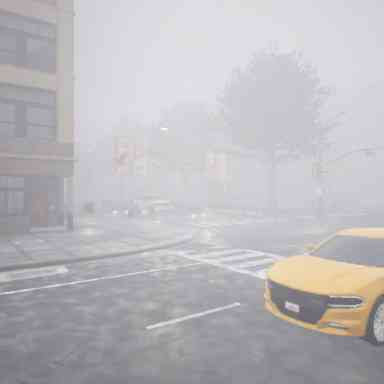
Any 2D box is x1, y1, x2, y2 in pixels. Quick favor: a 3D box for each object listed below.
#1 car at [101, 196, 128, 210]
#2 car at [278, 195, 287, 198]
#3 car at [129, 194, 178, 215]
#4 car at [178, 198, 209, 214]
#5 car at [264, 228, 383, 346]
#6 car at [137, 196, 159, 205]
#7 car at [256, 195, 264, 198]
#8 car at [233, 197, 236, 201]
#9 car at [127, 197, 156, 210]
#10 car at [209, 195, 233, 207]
[{"bbox_3d":[-9.984,1.352,42.755,2.097,1.767,4.553,0,0,-35],"label":"car"},{"bbox_3d":[18.479,1.320,69.160,2.002,1.452,4.674,0,0,-36],"label":"car"},{"bbox_3d":[-4.152,1.221,34.563,2.150,2.045,5.566,0,0,-36],"label":"car"},{"bbox_3d":[-0.921,1.547,36.058,2.033,1.411,5.357,0,0,-36],"label":"car"},{"bbox_3d":[3.559,1.477,6.516,5.008,1.535,1.882,0,0,-35],"label":"car"},{"bbox_3d":[-8.017,1.505,59.865,1.837,1.490,4.892,0,0,-36],"label":"car"},{"bbox_3d":[17.682,1.463,83.094,1.895,1.301,4.718,0,0,-36],"label":"car"},{"bbox_3d":[8.017,1.413,76.664,2.161,1.482,4.786,0,0,-36],"label":"car"},{"bbox_3d":[-6.743,1.505,44.234,1.837,1.490,4.892,0,0,-35],"label":"car"},{"bbox_3d":[3.366,1.478,50.151,1.882,1.535,5.008,0,0,-36],"label":"car"}]
